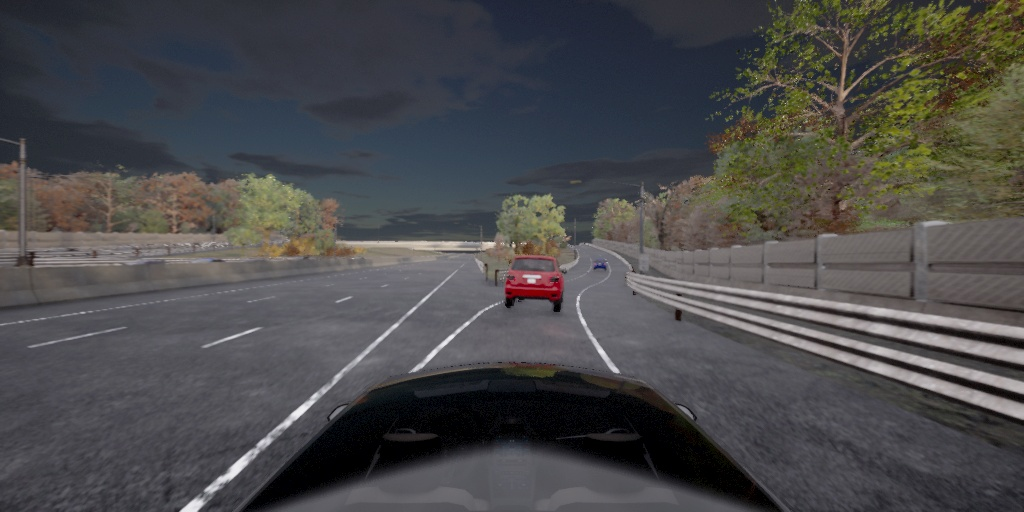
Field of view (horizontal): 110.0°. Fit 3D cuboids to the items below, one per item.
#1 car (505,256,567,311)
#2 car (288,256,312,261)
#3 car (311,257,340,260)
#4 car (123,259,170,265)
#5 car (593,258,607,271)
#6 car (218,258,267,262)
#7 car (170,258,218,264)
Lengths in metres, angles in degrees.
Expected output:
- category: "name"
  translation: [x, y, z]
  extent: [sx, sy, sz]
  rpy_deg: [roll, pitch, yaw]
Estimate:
- category: "car"
  translation: [1.128, 1.087, 15.429]
  extent: [2.150, 2.045, 5.566]
  rpy_deg: [2, -2, 9]
- category: "car"
  translation: [-30.651, 0.813, 51.853]
  extent: [2.097, 1.767, 4.553]
  rpy_deg: [1, 0, -6]
- category: "car"
  translation: [-27.227, 1.059, 52.769]
  extent: [1.994, 1.385, 4.181]
  rpy_deg: [1, 0, -6]
- category: "car"
  translation: [-32.048, 0.982, 31.447]
  extent: [2.033, 1.411, 5.357]
  rpy_deg: [1, 0, -6]
- category: "car"
  translation: [15.483, 1.469, 63.095]
  extent: [2.150, 2.045, 5.566]
  rpy_deg: [1, 2, 14]
- category: "car"
  translation: [-25.295, 1.066, 34.216]
  extent: [1.994, 1.385, 4.181]
  rpy_deg: [1, 0, -6]
- category: "car"
  translation: [-28.760, 0.945, 33.714]
  extent: [1.882, 1.535, 5.008]
  rpy_deg: [1, 0, -6]
